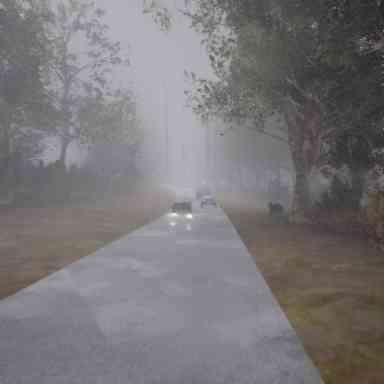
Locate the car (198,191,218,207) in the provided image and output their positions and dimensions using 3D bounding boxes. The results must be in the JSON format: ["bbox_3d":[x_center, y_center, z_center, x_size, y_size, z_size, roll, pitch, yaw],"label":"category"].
[{"bbox_3d":[1.975,1.040,40.843,1.812,1.442,4.674,-1,2,1],"label":"car"}]

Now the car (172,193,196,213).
[{"bbox_3d":[-0.936,1.173,33.751,1.882,1.535,5.008,1,1,2],"label":"car"}]

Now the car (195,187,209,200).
[{"bbox_3d":[1.726,0.186,53.969,2.150,2.045,5.566,0,3,-3],"label":"car"}]
